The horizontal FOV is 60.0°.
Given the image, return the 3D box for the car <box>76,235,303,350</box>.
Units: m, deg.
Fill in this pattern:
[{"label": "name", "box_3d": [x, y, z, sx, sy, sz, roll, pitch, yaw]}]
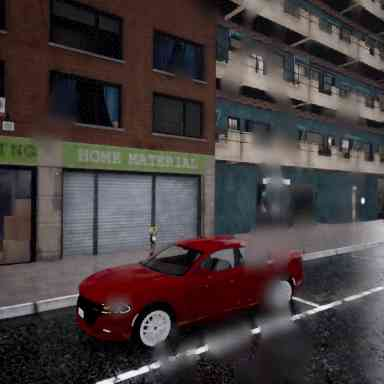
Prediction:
[{"label": "car", "box_3d": [0.190, 1.545, 6.224, 4.507, 1.381, 1.887, 0, 1, -35]}]
